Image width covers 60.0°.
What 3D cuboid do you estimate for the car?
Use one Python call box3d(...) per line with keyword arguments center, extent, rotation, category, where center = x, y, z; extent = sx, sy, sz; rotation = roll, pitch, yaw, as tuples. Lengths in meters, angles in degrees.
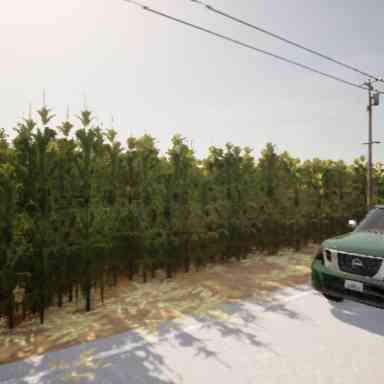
box3d(center=(4.973, 1.209, 7.160), extent=(5.566, 2.045, 2.150), rotation=(0, 0, -35), category="car")
